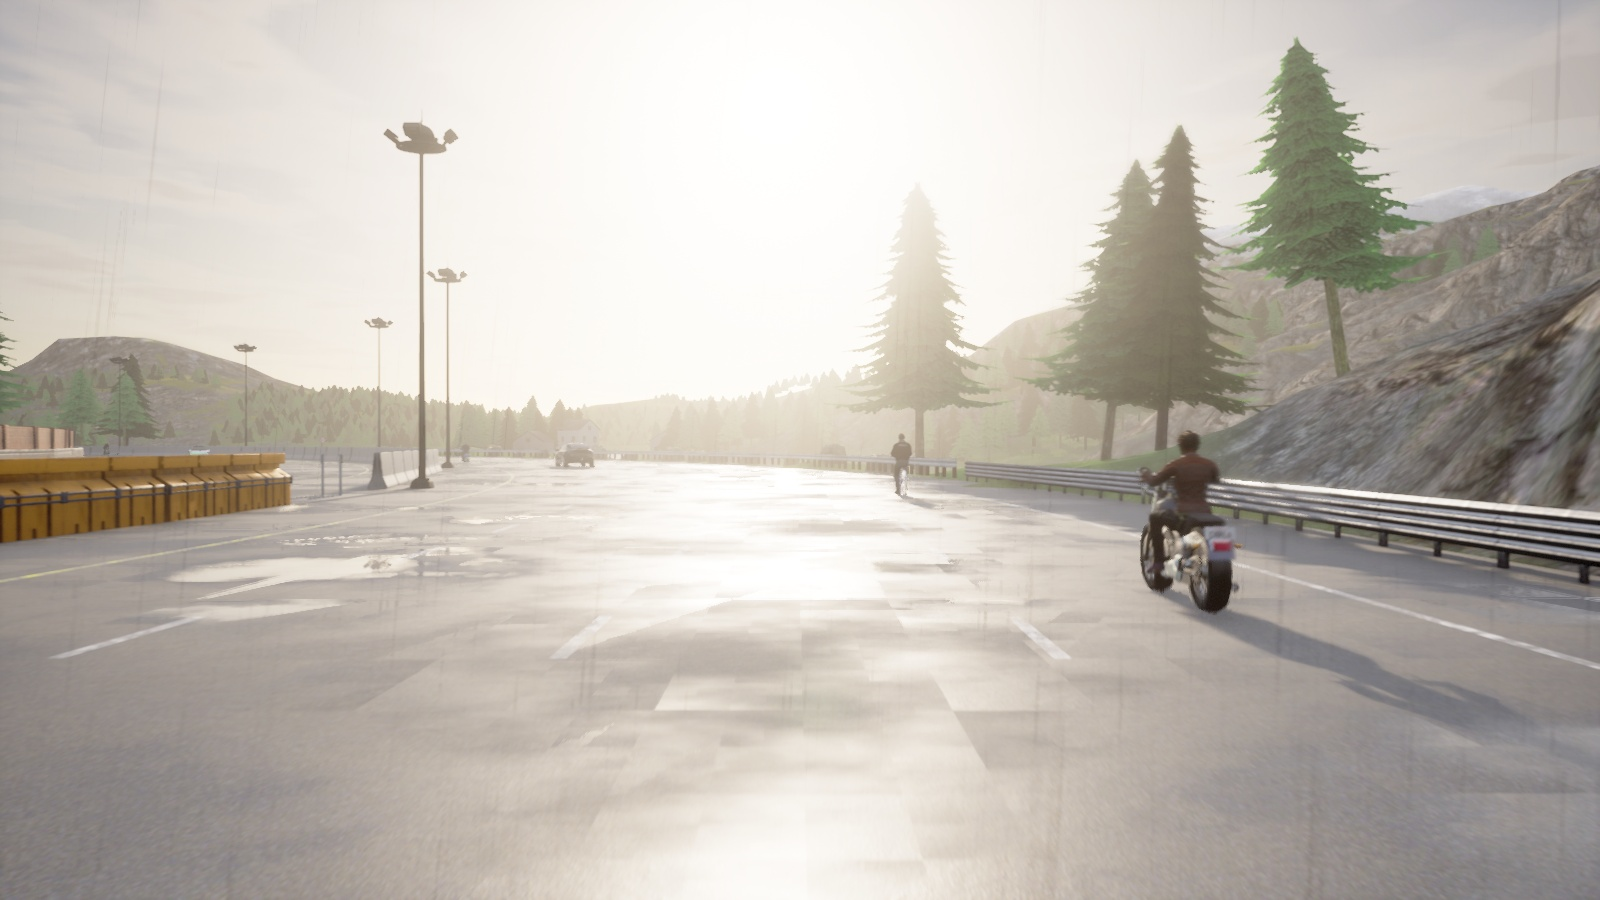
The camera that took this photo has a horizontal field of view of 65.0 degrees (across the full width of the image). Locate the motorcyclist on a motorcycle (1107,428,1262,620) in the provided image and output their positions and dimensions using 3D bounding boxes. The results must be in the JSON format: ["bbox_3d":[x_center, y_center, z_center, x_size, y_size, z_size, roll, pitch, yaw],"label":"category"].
[{"bbox_3d":[3.588,0.632,11.950,0.766,1.649,2.350,0,0,0],"label":"motorcyclist on a motorcycle"}]

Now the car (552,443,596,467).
[{"bbox_3d":[-14.147,0.298,78.401,1.837,1.490,4.892,0,0,-21],"label":"car"}]
